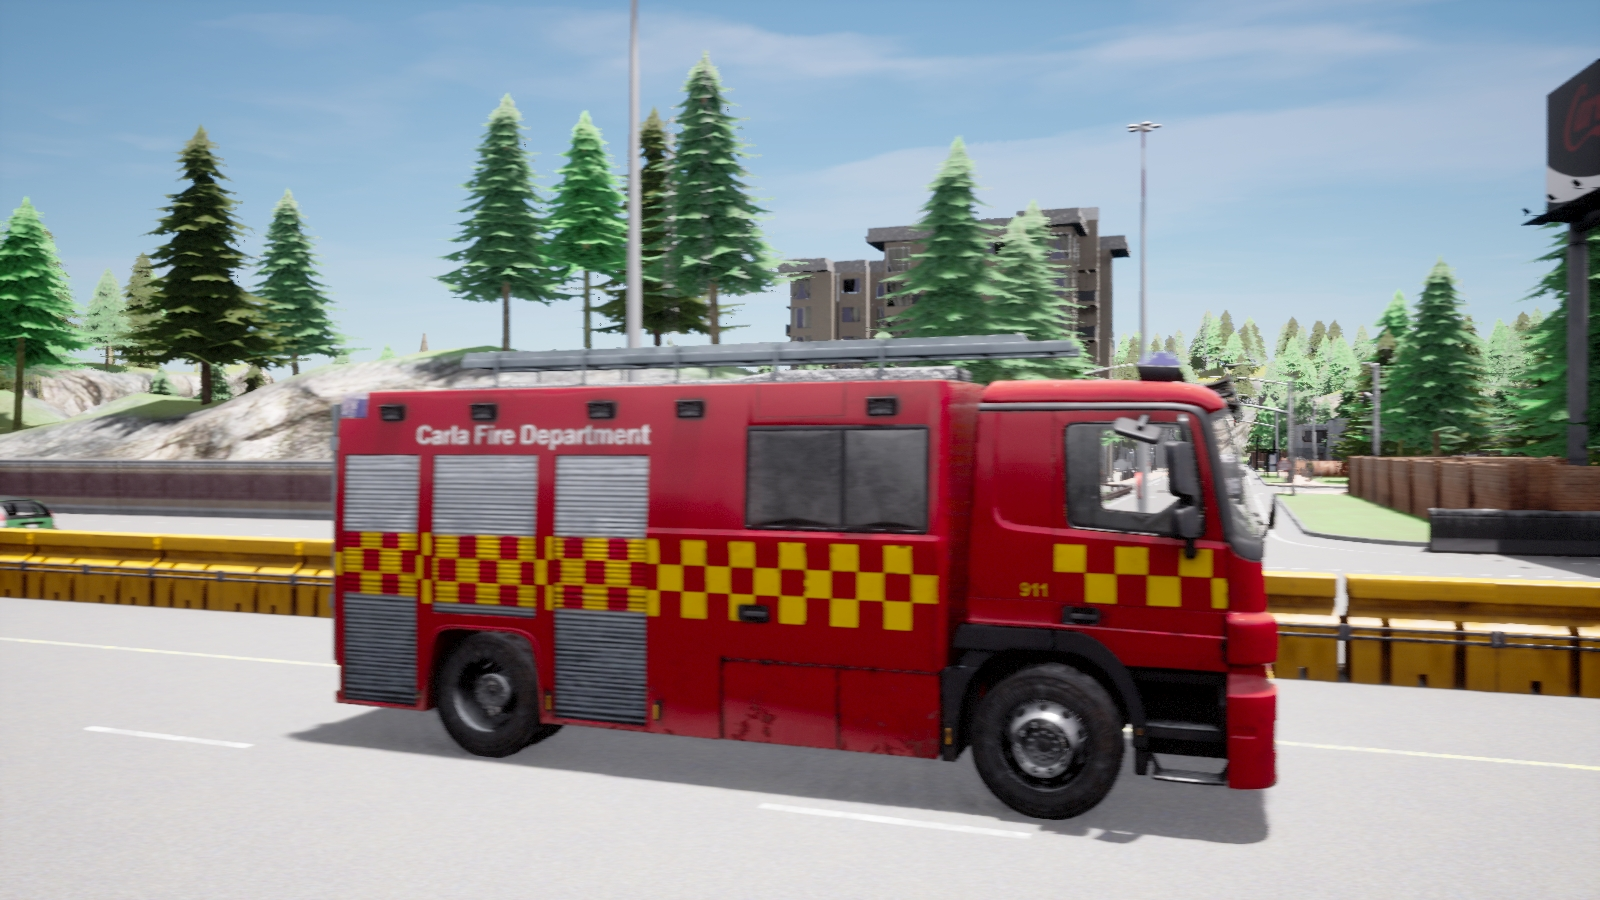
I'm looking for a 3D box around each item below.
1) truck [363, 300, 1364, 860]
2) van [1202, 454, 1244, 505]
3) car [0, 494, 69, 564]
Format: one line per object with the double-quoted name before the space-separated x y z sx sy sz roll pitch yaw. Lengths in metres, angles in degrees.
"truck" 0.374 0.888 10.623 8.468 3.827 2.891 0 0 20
"van" 22.601 1.513 60.986 1.988 2.561 5.915 0 0 21
"car" -21.224 1.986 29.558 3.988 1.617 1.851 0 0 19
